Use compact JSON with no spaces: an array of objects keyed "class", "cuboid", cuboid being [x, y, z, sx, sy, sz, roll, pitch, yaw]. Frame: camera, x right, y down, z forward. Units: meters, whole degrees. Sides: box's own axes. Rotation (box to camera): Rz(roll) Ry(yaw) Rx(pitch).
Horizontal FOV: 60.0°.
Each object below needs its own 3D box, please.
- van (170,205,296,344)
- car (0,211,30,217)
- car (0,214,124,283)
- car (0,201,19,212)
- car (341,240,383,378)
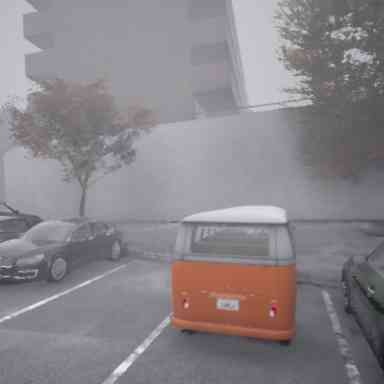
[{"class":"van","cuboid":[1.094,1.286,6.570,1.878,1.987,4.442,0,-1,16]},{"class":"car","cuboid":[-6.215,1.576,11.797,2.163,1.488,4.792,0,-1,16]},{"class":"car","cuboid":[-3.780,1.535,10.010,2.231,1.521,4.892,0,-1,16]},{"class":"car","cuboid":[-8.660,1.308,13.564,2.435,2.045,5.566,0,-1,16]},{"class":"car","cuboid":[3.472,1.372,4.644,2.185,1.767,4.553,0,-1,16]}]
